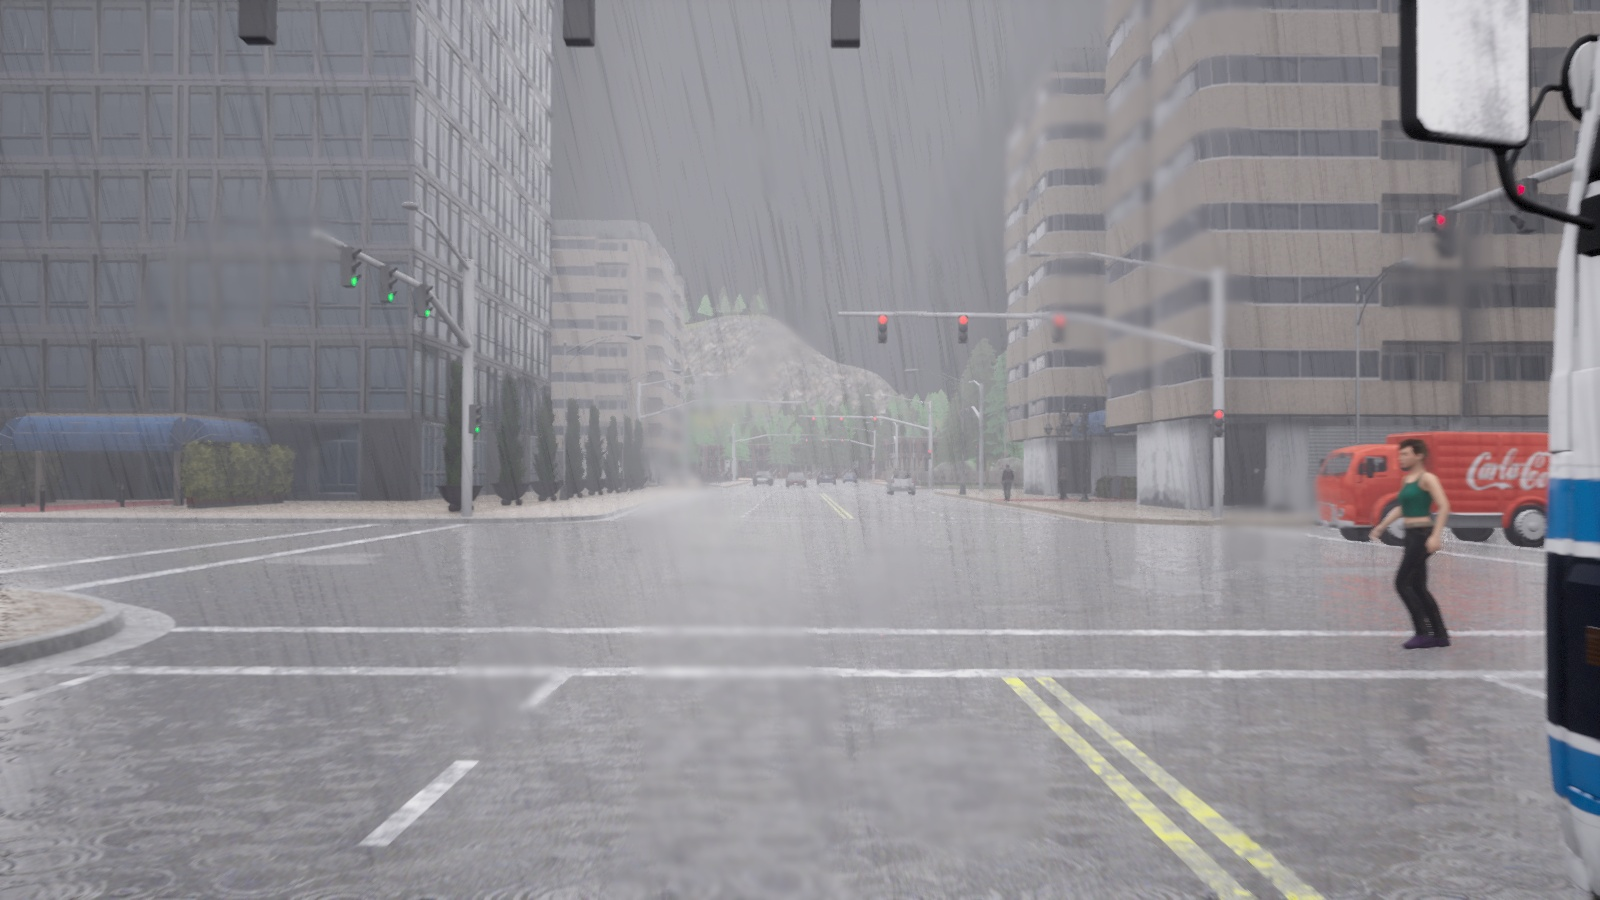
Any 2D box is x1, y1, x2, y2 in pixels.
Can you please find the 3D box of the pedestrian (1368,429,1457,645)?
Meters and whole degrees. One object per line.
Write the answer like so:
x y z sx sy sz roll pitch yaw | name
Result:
5.312 0.745 10.906 0.594 1.836 0.345 0 -1 6 | pedestrian

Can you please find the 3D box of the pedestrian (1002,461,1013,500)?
9.844 1.433 59.682 0.376 1.854 0.720 0 -1 -2 | pedestrian

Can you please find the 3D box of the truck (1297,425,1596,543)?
14.095 0.735 27.690 5.204 2.467 2.627 0 -1 -1 | truck

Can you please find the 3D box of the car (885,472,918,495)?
6.771 2.209 84.098 1.845 1.501 3.633 0 -1 0 | car

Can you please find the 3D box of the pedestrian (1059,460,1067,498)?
12.950 1.424 61.941 0.331 1.846 0.634 0 -1 8 | pedestrian
